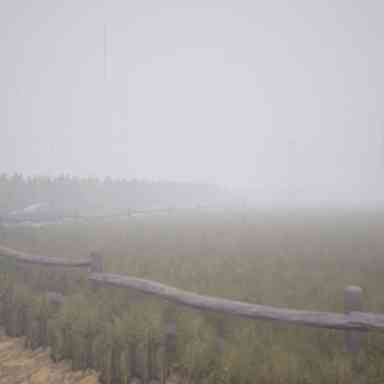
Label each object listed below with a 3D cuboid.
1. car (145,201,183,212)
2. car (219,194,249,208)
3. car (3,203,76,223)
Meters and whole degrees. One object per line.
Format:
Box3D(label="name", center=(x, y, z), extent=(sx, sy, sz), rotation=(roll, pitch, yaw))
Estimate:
Box3D(label="car", center=(-2.870, 1.676, 34.643), extent=(2.128, 1.511, 4.902), rotation=(-1, -1, 36))
Box3D(label="car", center=(5.973, 1.275, 46.811), extent=(2.150, 2.045, 5.566), rotation=(-1, 0, 36))
Box3D(label="car", center=(-10.724, 1.559, 23.719), extent=(1.882, 1.535, 5.008), rotation=(-1, -1, 36))
